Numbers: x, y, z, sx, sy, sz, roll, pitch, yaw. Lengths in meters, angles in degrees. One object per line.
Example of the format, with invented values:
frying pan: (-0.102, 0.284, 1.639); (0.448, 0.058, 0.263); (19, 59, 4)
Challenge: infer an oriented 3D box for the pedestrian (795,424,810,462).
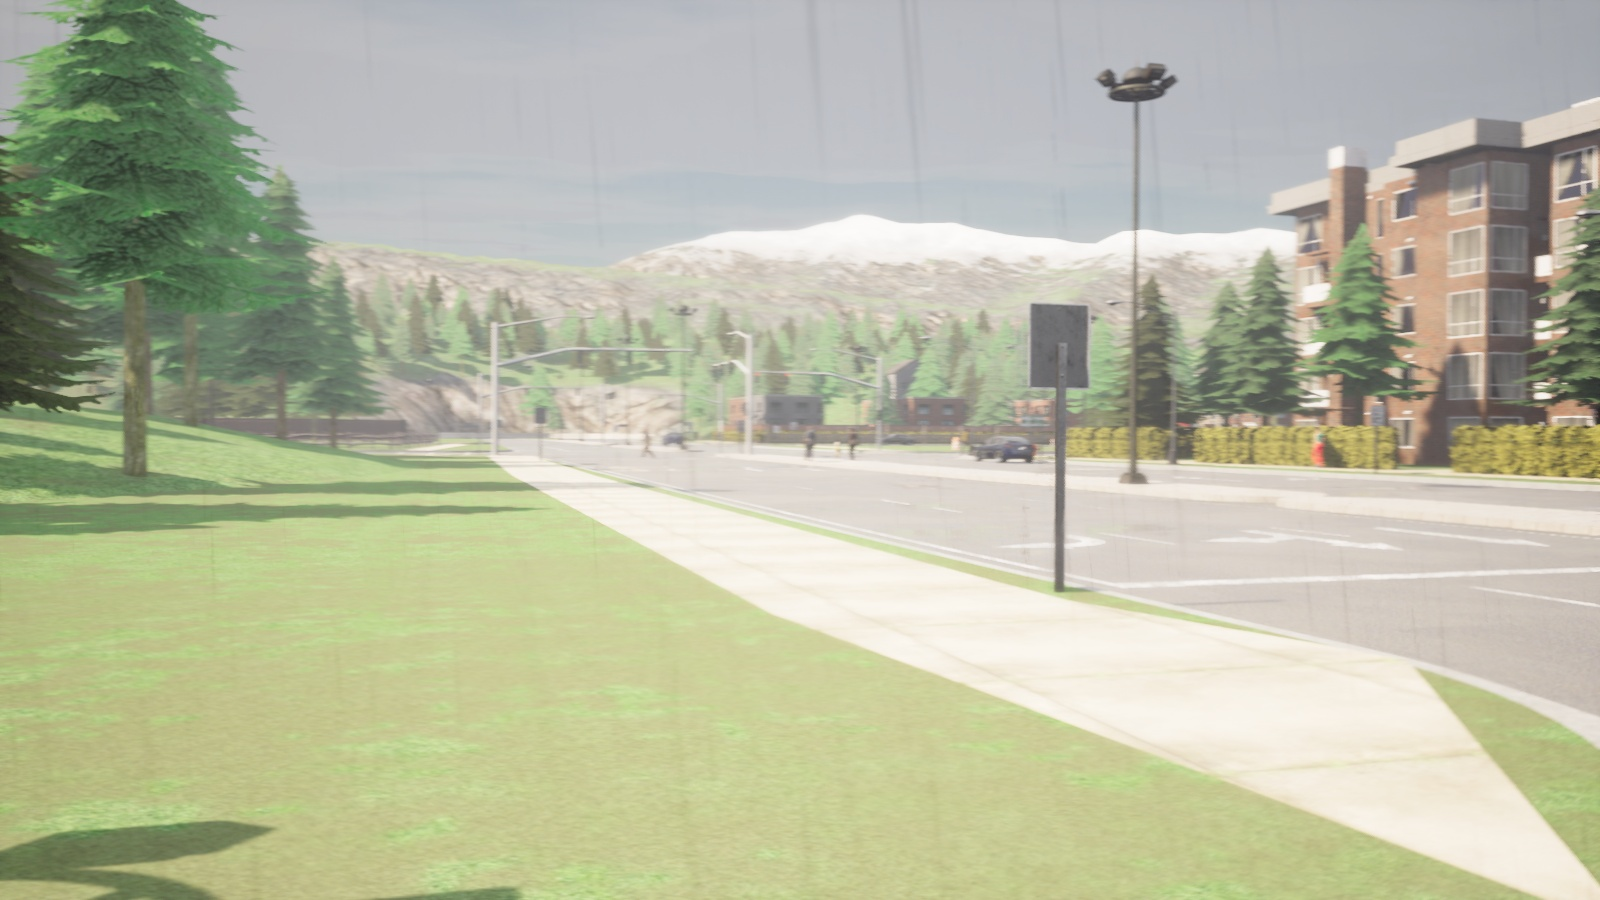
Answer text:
pedestrian: (0.137, -0.359, 61.873); (0.540, 1.848, 0.694); (-1, 1, -17)

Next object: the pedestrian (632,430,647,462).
pedestrian: (-9.417, -0.225, 73.631); (0.694, 1.848, 0.540); (-1, 1, -26)

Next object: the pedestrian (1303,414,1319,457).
pedestrian: (22.377, -0.636, 55.022); (0.345, 1.836, 0.594); (-1, 1, -17)

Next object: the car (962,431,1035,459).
car: (10.977, -0.292, 69.816); (2.163, 1.488, 4.792); (-1, 1, -17)

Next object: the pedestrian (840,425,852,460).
pedestrian: (2.424, -0.389, 65.929); (0.328, 1.805, 0.869); (-1, 1, -17)
